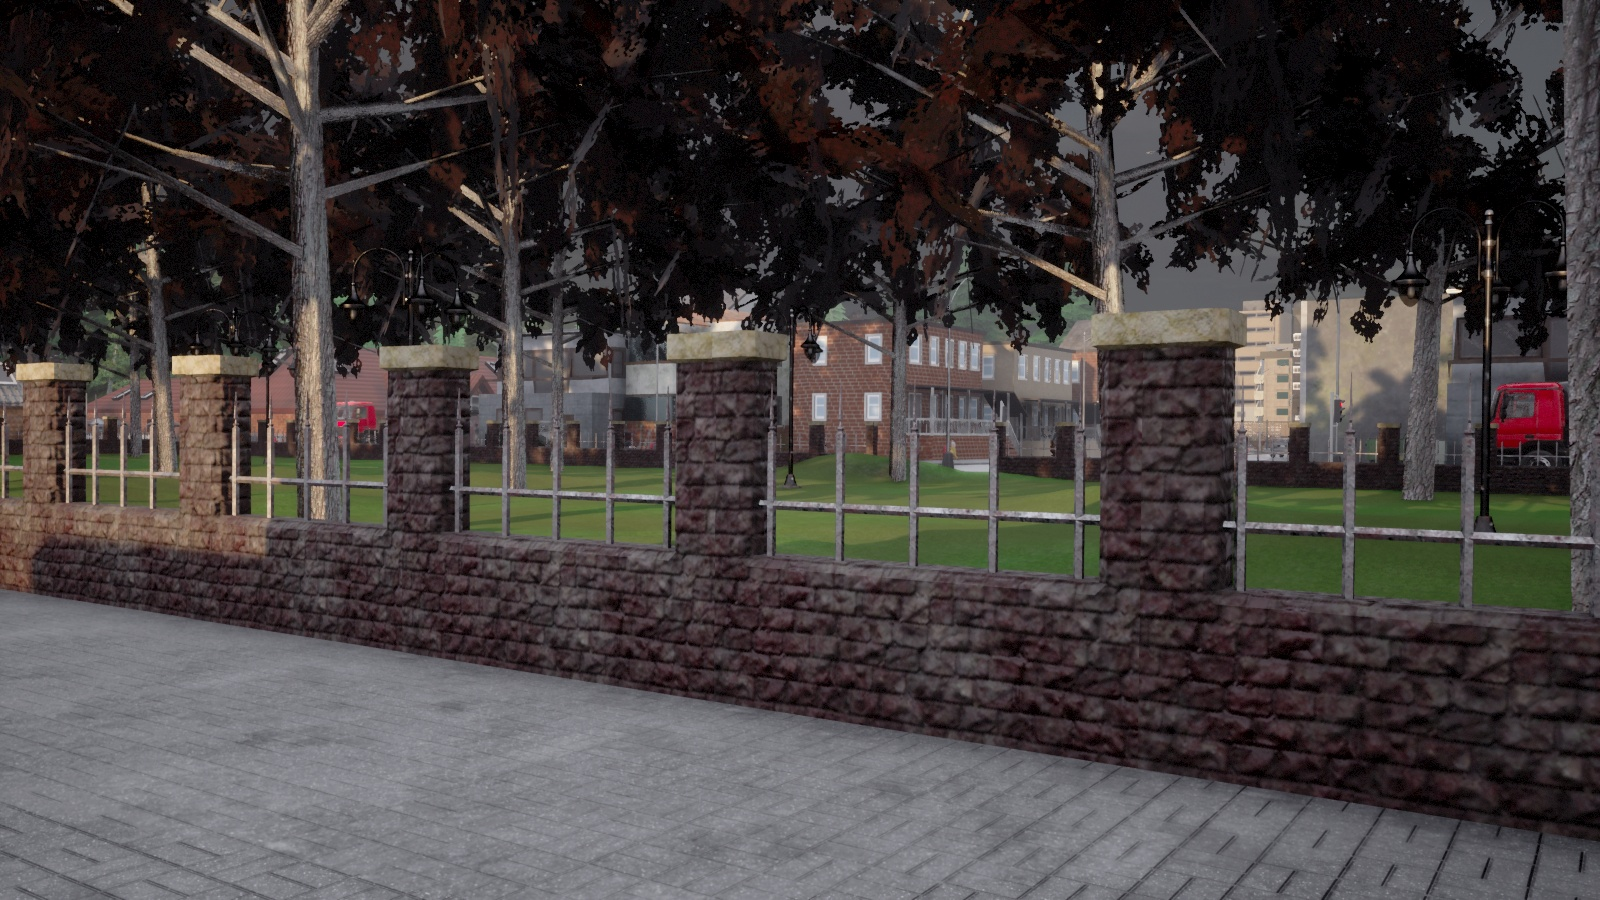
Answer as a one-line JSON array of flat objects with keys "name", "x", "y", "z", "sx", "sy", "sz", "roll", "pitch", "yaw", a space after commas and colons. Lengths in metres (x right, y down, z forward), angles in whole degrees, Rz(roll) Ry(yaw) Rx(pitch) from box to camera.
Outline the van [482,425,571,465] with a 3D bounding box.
[{"name": "van", "x": -13.733, "y": -0.250, "z": 62.969, "sx": 4.442, "sy": 1.987, "sz": 1.775, "roll": 0, "pitch": 1, "yaw": 33}]

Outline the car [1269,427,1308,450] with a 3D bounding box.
[{"name": "car", "x": 34.689, "y": -0.819, "z": 89.180, "sx": 1.789, "sy": 1.549, "sz": 3.705, "roll": 0, "pitch": 1, "yaw": 34}]

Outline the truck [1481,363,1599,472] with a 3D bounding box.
[{"name": "truck", "x": 26.780, "y": -1.050, "z": 40.767, "sx": 7.936, "sy": 3.462, "sz": 2.891, "roll": 0, "pitch": 1, "yaw": 34}]

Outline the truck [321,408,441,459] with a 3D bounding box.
[{"name": "truck", "x": -29.541, "y": -1.198, "z": 88.963, "sx": 2.891, "sy": 3.462, "sz": 7.936, "roll": 0, "pitch": 1, "yaw": 34}]
